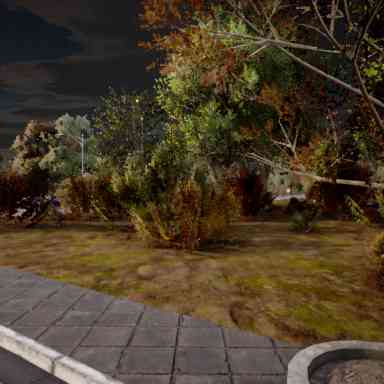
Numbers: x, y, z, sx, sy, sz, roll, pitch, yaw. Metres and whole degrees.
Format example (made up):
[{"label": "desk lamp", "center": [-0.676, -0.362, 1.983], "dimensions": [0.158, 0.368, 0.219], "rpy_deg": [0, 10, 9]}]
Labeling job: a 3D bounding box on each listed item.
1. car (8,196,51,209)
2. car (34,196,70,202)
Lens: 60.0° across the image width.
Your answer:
[{"label": "car", "center": [-20.742, 1.277, 42.627], "dimensions": [1.812, 1.442, 4.674], "rpy_deg": [0, 0, 32]}, {"label": "car", "center": [-17.480, 1.127, 41.241], "dimensions": [2.097, 1.767, 4.553], "rpy_deg": [0, 0, 32]}]
